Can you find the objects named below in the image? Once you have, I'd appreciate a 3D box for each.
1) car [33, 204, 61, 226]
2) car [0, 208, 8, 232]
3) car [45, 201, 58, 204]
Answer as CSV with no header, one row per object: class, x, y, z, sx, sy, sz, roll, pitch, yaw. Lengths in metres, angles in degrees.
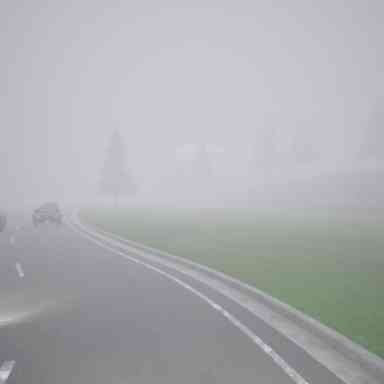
car,-11.255,1.834,25.835,1.895,1.301,4.718,0,-1,-24
car,-13.024,1.679,21.363,1.882,1.535,5.008,0,0,-26
car,-16.527,1.856,39.185,1.837,1.490,4.892,0,-1,-19
